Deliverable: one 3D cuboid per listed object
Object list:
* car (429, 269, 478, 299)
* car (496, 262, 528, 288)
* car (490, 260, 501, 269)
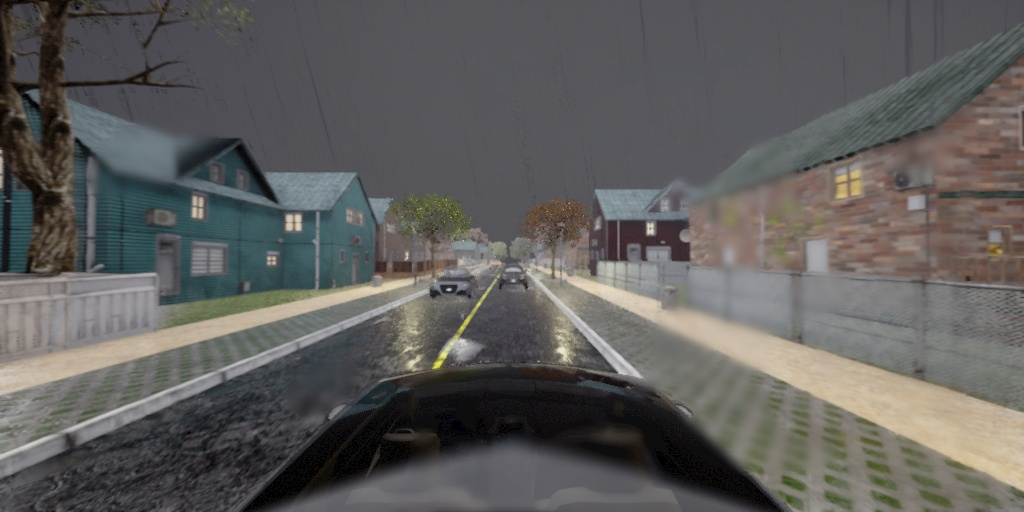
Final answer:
[{"bbox_3d":[-2.855,1.334,18.199,1.994,1.385,4.181,0,0,0],"label":"car"},{"bbox_3d":[0.087,1.308,23.864,1.812,1.442,4.674,0,0,0],"label":"car"},{"bbox_3d":[-2.771,1.434,62.749,1.882,1.535,5.008,0,0,0],"label":"car"}]
